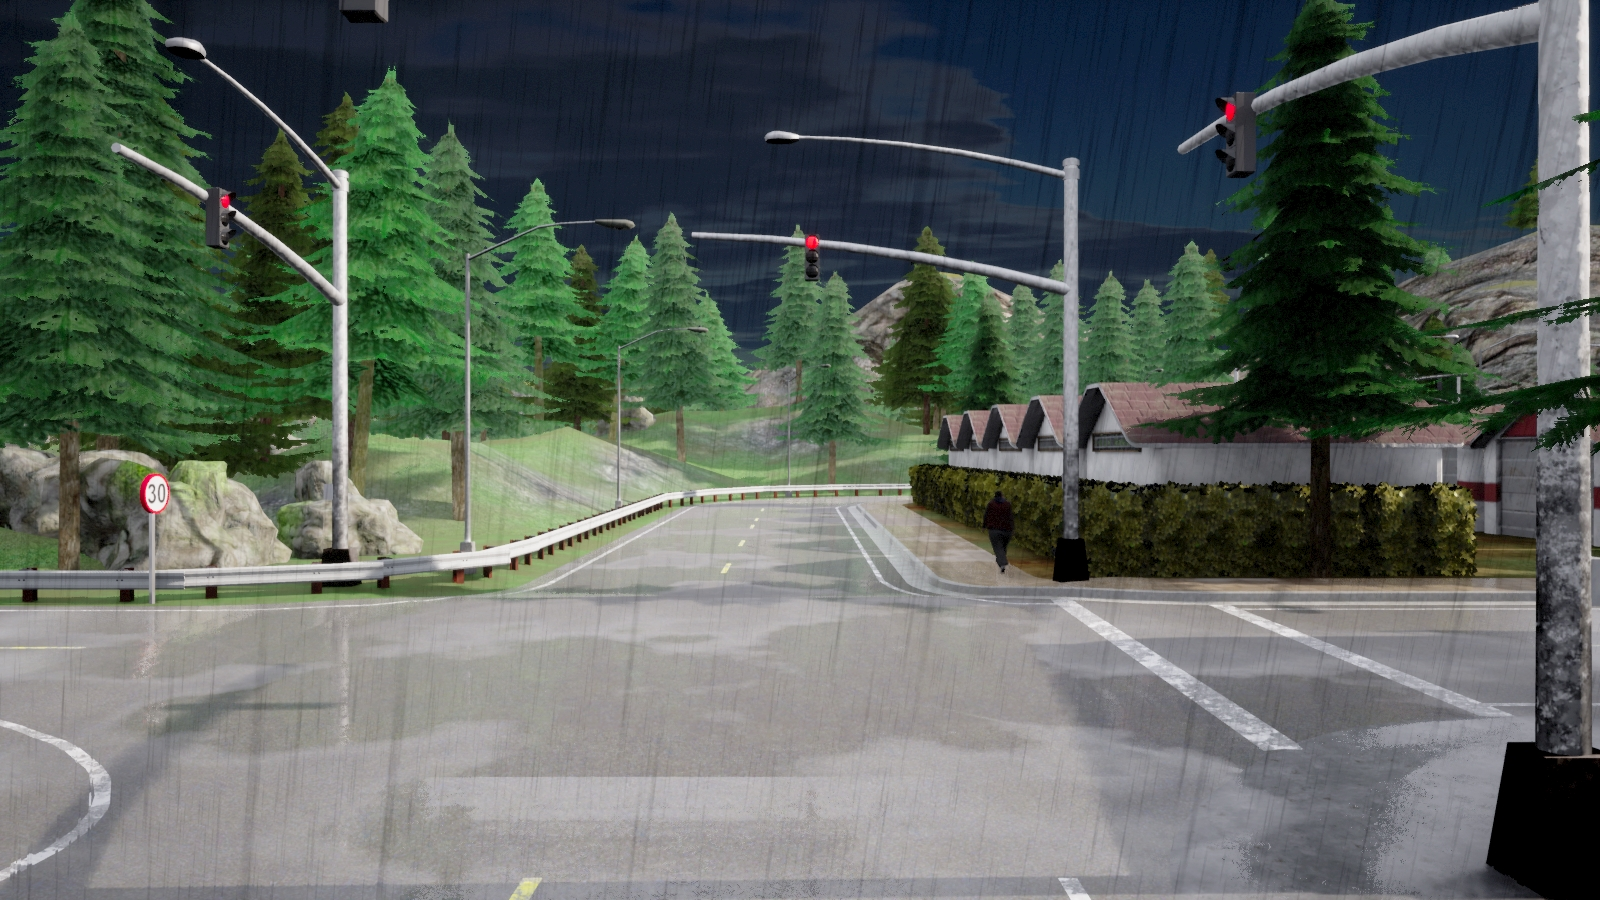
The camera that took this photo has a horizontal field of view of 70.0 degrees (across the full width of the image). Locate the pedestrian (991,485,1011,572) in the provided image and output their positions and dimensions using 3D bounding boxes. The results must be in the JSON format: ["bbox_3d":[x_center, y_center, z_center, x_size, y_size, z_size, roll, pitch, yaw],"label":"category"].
[{"bbox_3d":[4.345,1.691,24.729,0.375,1.860,0.375,0,0,0],"label":"pedestrian"}]
